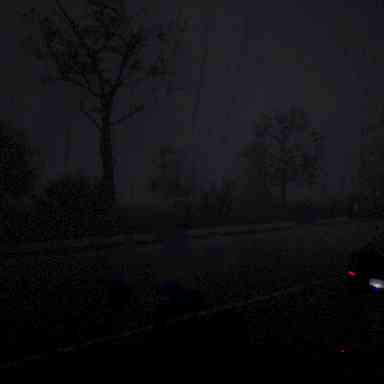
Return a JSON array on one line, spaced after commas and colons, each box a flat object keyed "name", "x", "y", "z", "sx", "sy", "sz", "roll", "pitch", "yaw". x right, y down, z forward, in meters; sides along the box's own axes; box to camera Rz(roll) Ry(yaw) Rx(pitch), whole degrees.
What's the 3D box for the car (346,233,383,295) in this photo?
[{"name": "car", "x": 5.314, "y": 1.520, "z": 7.500, "sx": 4.674, "sy": 1.442, "sz": 1.812, "roll": 0, "pitch": 0, "yaw": -35}]
